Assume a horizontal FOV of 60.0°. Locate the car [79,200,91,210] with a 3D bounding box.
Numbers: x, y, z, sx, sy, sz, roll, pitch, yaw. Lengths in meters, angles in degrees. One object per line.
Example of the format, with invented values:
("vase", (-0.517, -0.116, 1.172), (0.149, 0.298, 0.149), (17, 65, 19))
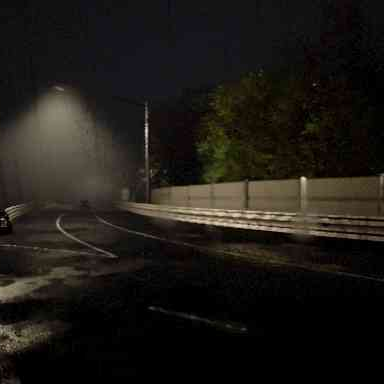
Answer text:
("car", (-22.431, 2.803, 69.725), (2.150, 2.045, 5.566), (-1, -3, -14))
